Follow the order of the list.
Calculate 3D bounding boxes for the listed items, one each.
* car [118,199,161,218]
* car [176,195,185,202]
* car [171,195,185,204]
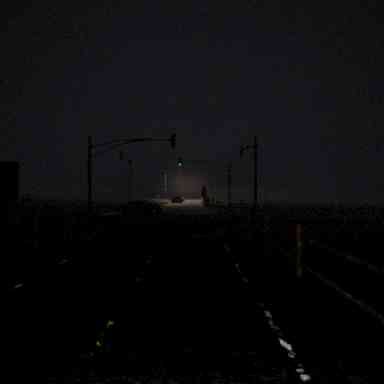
[{"bbox_3d":[-4.702,1.372,29.279,1.882,1.535,5.008,2,-1,-40],"label":"car"},{"bbox_3d":[-2.645,1.416,76.673,1.837,1.490,4.892,0,0,0],"label":"car"},{"bbox_3d":[-2.730,1.478,61.212,2.033,1.411,5.357,0,0,1],"label":"car"}]
